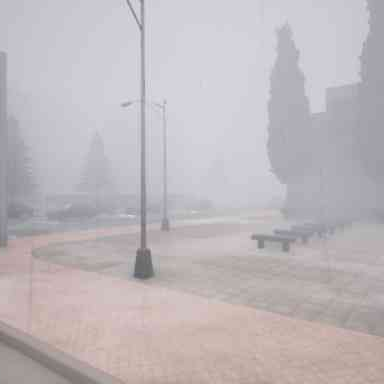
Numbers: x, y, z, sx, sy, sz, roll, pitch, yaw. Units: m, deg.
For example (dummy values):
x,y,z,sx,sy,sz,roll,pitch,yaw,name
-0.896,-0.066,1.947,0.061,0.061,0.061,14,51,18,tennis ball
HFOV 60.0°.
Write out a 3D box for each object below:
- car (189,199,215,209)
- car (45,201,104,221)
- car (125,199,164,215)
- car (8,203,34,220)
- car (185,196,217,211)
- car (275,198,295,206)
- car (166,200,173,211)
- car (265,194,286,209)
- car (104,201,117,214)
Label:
x,y,z,sx,sy,sz,roll,pitch,yaw,name
1.609,1.761,51.099,1.994,1.385,4.181,0,0,38,car
-10.554,1.698,29.464,1.812,1.442,4.674,0,0,37,car
-5.273,1.737,36.385,1.994,1.385,4.181,0,0,38,car
-16.015,1.699,28.200,1.837,1.490,4.892,0,0,39,car
1.040,1.679,44.628,1.837,1.490,4.892,0,0,38,car
16.489,1.717,58.755,1.994,1.385,4.181,0,0,37,car
-4.516,1.701,43.139,1.837,1.490,4.892,0,0,38,car
12.876,1.481,48.273,2.097,1.767,4.553,0,0,37,car
-10.257,1.687,35.647,2.128,1.511,4.902,0,0,37,car
